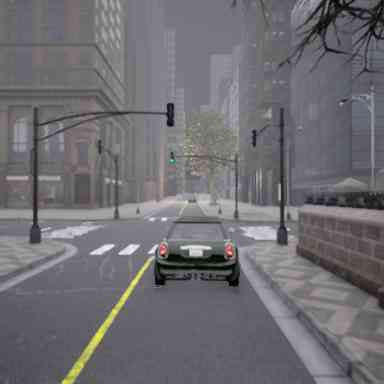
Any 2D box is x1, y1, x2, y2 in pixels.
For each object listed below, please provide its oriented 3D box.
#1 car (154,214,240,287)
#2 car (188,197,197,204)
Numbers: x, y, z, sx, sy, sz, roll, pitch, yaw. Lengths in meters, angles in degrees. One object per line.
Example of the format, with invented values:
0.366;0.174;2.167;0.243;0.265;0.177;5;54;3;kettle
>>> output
0.238;1.474;9.899;2.097;1.767;4.553;0;-1;4;car
0.070;1.907;79.447;2.097;1.767;4.553;0;0;0;car
